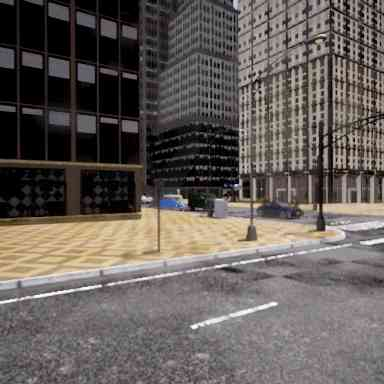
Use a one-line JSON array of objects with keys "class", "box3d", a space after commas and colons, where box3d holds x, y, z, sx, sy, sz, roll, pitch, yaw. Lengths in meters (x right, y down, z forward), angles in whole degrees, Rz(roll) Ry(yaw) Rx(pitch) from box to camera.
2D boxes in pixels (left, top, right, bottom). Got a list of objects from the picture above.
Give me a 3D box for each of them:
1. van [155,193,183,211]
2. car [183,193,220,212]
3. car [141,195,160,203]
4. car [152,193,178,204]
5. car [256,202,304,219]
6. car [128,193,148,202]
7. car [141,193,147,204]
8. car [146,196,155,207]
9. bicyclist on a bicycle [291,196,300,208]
[{"class": "van", "box3d": [-2.430, 1.281, 39.441, 1.690, 1.788, 3.998, 0, 0, -34]}, {"class": "car", "box3d": [1.647, 1.165, 38.009, 2.150, 2.045, 5.566, 0, 0, -34]}, {"class": "car", "box3d": [-7.838, 1.340, 62.506, 1.887, 1.381, 4.507, 0, 0, -34]}, {"class": "car", "box3d": [-4.747, 1.137, 57.908, 2.192, 1.841, 5.009, 0, 0, -34]}, {"class": "car", "box3d": [7.638, 1.558, 29.099, 1.994, 1.385, 4.181, 0, 0, -34]}, {"class": "car", "box3d": [-10.928, 1.084, 67.102, 2.192, 1.841, 5.009, 0, 0, -34]}, {"class": "car", "box3d": [-8.568, 1.346, 58.942, 1.812, 1.442, 4.674, 0, 0, -34]}, {"class": "car", "box3d": [-4.204, 1.421, 46.737, 1.812, 1.442, 4.674, 0, 1, -34]}, {"class": "bicyclist on a bicycle", "box3d": [11.955, 1.227, 38.330, 1.656, 1.620, 0.582, -1, 1, -34]}]
